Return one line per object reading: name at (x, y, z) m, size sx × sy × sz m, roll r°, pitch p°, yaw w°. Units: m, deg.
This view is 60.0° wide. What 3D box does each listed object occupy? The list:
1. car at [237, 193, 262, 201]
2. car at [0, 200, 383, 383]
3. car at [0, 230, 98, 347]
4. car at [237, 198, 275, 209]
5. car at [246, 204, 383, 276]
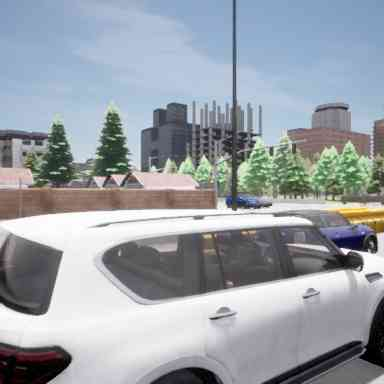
car at (6.740, 1.218, 43.733) m, size 2.150 × 2.045 × 5.566 m, roll 0°, pitch 0°, yaw -33°
car at (0.498, 1.221, 4.099) m, size 5.566 × 2.045 × 2.150 m, roll 0°, pitch 0°, yaw -35°
car at (-4.375, 1.548, 4.923) m, size 5.357 × 1.411 × 2.033 m, roll 0°, pitch 0°, yaw -36°
car at (8.914, 1.544, 46.922) m, size 2.033 × 1.411 × 5.357 m, roll 0°, pitch 0°, yaw -34°
car at (4.189, 1.351, 11.023) m, size 4.553 × 1.767 × 2.097 m, roll 0°, pitch 0°, yaw -35°
